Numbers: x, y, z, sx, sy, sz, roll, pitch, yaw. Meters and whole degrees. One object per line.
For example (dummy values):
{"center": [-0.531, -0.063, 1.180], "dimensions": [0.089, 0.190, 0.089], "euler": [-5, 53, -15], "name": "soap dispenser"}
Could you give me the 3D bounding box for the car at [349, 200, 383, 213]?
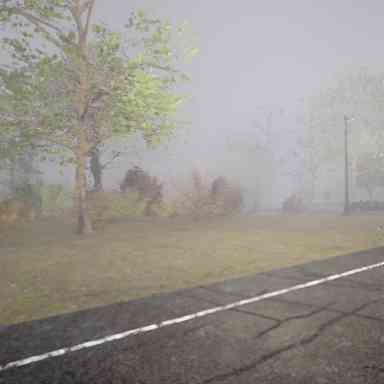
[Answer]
{"center": [20.702, 1.682, 38.084], "dimensions": [4.892, 1.490, 1.837], "euler": [-1, 0, 42], "name": "car"}
